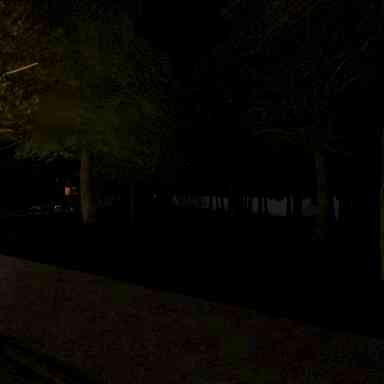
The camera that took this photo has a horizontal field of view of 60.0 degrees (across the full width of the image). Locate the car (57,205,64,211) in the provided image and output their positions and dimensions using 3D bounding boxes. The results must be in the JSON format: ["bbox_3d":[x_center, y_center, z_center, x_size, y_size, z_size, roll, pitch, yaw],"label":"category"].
[{"bbox_3d":[-35.087,4.239,87.486,2.128,1.511,4.902,0,-2,-9],"label":"car"}]

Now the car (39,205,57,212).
[{"bbox_3d":[-33.375,3.887,77.202,1.837,1.490,4.892,0,-2,-9],"label":"car"}]

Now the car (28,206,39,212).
[{"bbox_3d":[-36.794,4.001,77.956,2.033,1.411,5.357,0,-2,-9],"label":"car"}]
